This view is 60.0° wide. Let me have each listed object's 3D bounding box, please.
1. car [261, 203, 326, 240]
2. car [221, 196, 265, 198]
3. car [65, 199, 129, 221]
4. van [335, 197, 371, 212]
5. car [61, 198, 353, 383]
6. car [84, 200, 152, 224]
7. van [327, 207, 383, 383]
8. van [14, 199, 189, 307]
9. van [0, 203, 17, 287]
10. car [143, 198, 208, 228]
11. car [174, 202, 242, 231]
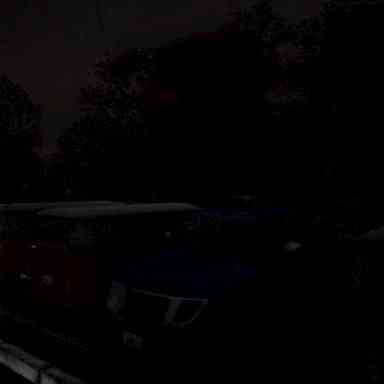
[{"bbox_3d":[5.857,1.491,18.638,1.946,1.575,5.366,0,0,35],"label":"car"},{"bbox_3d":[3.496,1.235,20.105,2.435,2.045,5.566,0,0,35],"label":"car"},{"bbox_3d":[-7.873,1.446,28.068,2.231,1.521,4.892,0,0,35],"label":"car"},{"bbox_3d":[8.087,1.277,16.985,1.878,1.987,4.442,0,0,35],"label":"van"},{"bbox_3d":[0.945,1.251,5.841,2.435,2.045,5.566,0,0,35],"label":"car"},{"bbox_3d":[-5.711,1.450,26.315,1.946,1.575,5.366,0,0,35],"label":"car"},{"bbox_3d":[3.320,1.284,4.349,1.878,1.987,4.442,0,0,35],"label":"van"},{"bbox_3d":[-1.266,1.268,7.572,1.878,1.987,4.442,0,0,35],"label":"van"},{"bbox_3d":[-3.559,1.260,9.184,1.878,1.987,4.442,0,0,35],"label":"van"},{"bbox_3d":[-1.046,1.344,23.300,2.185,1.767,4.553,0,0,35],"label":"car"},{"bbox_3d":[1.192,1.507,21.655,2.163,1.488,4.792,0,0,35],"label":"car"}]
